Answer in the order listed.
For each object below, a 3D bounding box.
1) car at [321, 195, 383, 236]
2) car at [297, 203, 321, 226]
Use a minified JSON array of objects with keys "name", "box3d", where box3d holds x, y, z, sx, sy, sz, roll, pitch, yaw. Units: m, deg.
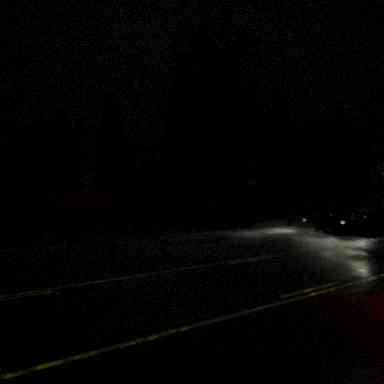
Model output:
[{"name":"car","box3d":[10.044,1.193,18.617,5.566,2.045,2.150,0,0,-33]},{"name":"car","box3d":[9.062,1.486,22.192,4.902,1.511,2.128,0,0,-34]}]
